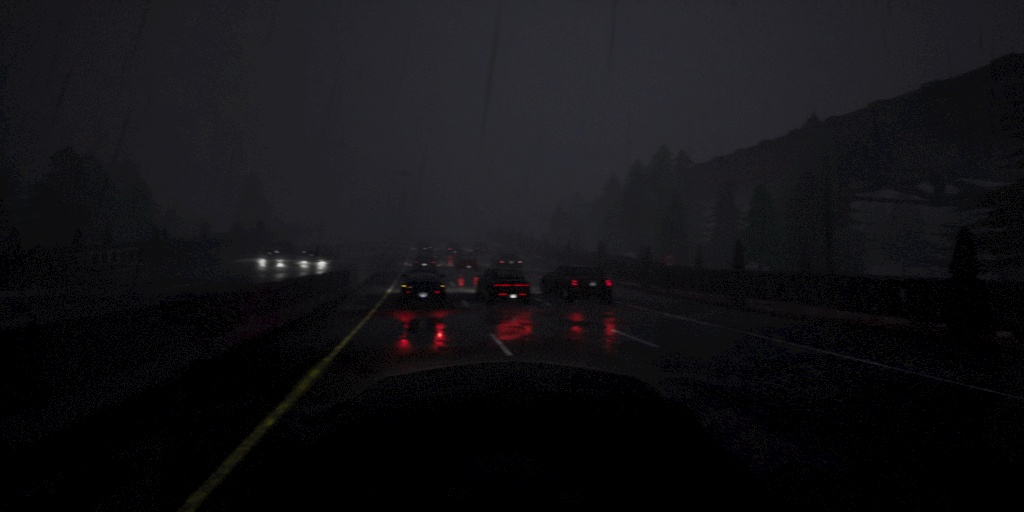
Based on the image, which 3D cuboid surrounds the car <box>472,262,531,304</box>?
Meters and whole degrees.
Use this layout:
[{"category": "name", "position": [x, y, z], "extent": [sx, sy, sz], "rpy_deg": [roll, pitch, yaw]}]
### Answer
[{"category": "car", "position": [-0.511, 1.280, 16.704], "extent": [1.837, 1.490, 4.892], "rpy_deg": [1, 2, -14]}]

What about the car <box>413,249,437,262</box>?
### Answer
[{"category": "car", "position": [-7.398, 0.475, 30.388], "extent": [1.994, 1.385, 4.181], "rpy_deg": [1, 5, -13]}]

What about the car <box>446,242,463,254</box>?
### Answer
[{"category": "car", "position": [-7.423, -1.080, 45.624], "extent": [1.895, 1.301, 4.718], "rpy_deg": [1, 7, -13]}]

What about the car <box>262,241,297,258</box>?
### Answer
[{"category": "car", "position": [-23.080, -0.719, 35.787], "extent": [1.837, 1.490, 4.892], "rpy_deg": [1, 6, -13]}]

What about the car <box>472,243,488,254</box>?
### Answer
[{"category": "car", "position": [-4.011, -1.058, 46.405], "extent": [1.994, 1.385, 4.181], "rpy_deg": [1, 7, -13]}]

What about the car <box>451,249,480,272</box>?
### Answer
[{"category": "car", "position": [-4.011, 0.483, 31.281], "extent": [1.812, 1.442, 4.674], "rpy_deg": [1, 5, -13]}]

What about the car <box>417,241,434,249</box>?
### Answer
[{"category": "car", "position": [-10.818, -1.166, 44.777], "extent": [1.994, 1.385, 4.181], "rpy_deg": [1, 7, -13]}]

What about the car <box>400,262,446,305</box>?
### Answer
[{"category": "car", "position": [-3.930, 1.242, 15.950], "extent": [1.812, 1.442, 4.674], "rpy_deg": [1, 1, -14]}]

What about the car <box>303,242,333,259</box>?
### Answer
[{"category": "car", "position": [-19.652, -0.637, 36.491], "extent": [1.812, 1.442, 4.674], "rpy_deg": [1, 6, -13]}]

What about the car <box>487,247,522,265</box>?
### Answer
[{"category": "car", "position": [-0.540, 0.386, 31.806], "extent": [2.097, 1.767, 4.553], "rpy_deg": [1, 4, -13]}]

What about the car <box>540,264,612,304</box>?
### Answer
[{"category": "car", "position": [2.939, 1.182, 17.329], "extent": [2.097, 1.767, 4.553], "rpy_deg": [1, 1, -14]}]
